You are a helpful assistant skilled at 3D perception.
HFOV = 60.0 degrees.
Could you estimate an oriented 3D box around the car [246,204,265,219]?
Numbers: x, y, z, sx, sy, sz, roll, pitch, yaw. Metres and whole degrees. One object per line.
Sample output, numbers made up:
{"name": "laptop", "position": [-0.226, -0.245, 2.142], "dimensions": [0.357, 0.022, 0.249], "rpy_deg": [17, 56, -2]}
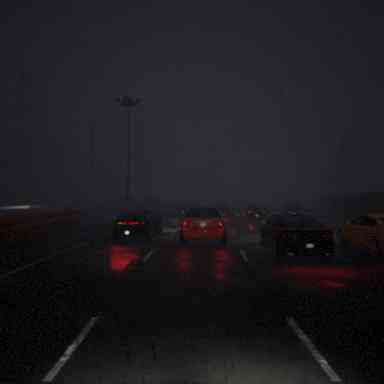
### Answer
{"name": "car", "position": [6.199, 1.832, 31.830], "dimensions": [1.895, 1.301, 4.718], "rpy_deg": [0, 0, 11]}

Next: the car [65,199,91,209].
{"name": "car", "position": [-17.768, 1.855, 52.107], "dimensions": [1.882, 1.535, 5.008], "rpy_deg": [0, 0, 17]}

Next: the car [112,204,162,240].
{"name": "car", "position": [-2.796, 1.634, 17.747], "dimensions": [1.837, 1.490, 4.892], "rpy_deg": [0, 0, 5]}

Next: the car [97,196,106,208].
{"name": "car", "position": [-13.287, 1.616, 54.725], "dimensions": [2.150, 2.045, 5.566], "rpy_deg": [0, 0, 18]}

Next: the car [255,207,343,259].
{"name": "car", "position": [3.874, 1.573, 13.027], "dimensions": [1.882, 1.535, 5.008], "rpy_deg": [0, 0, 3]}

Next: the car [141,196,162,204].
{"name": "car", "position": [-6.641, 1.604, 52.600], "dimensions": [2.150, 2.045, 5.566], "rpy_deg": [0, -1, 18]}

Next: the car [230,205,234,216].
{"name": "car", "position": [3.178, 1.775, 34.401], "dimensions": [1.812, 1.442, 4.674], "rpy_deg": [0, 0, 12]}

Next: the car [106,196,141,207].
{"name": "car", "position": [-10.517, 1.600, 51.920], "dimensions": [2.150, 2.045, 5.566], "rpy_deg": [0, -1, 17]}

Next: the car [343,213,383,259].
{"name": "car", "position": [7.374, 1.573, 13.022], "dimensions": [1.882, 1.535, 5.008], "rpy_deg": [0, 0, 3]}

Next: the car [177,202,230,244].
{"name": "car", "position": [0.646, 1.474, 16.779], "dimensions": [2.097, 1.767, 4.553], "rpy_deg": [0, 0, 4]}

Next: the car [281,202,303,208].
{"name": "car", "position": [10.120, 1.747, 33.423], "dimensions": [1.837, 1.490, 4.892], "rpy_deg": [0, 0, 12]}
